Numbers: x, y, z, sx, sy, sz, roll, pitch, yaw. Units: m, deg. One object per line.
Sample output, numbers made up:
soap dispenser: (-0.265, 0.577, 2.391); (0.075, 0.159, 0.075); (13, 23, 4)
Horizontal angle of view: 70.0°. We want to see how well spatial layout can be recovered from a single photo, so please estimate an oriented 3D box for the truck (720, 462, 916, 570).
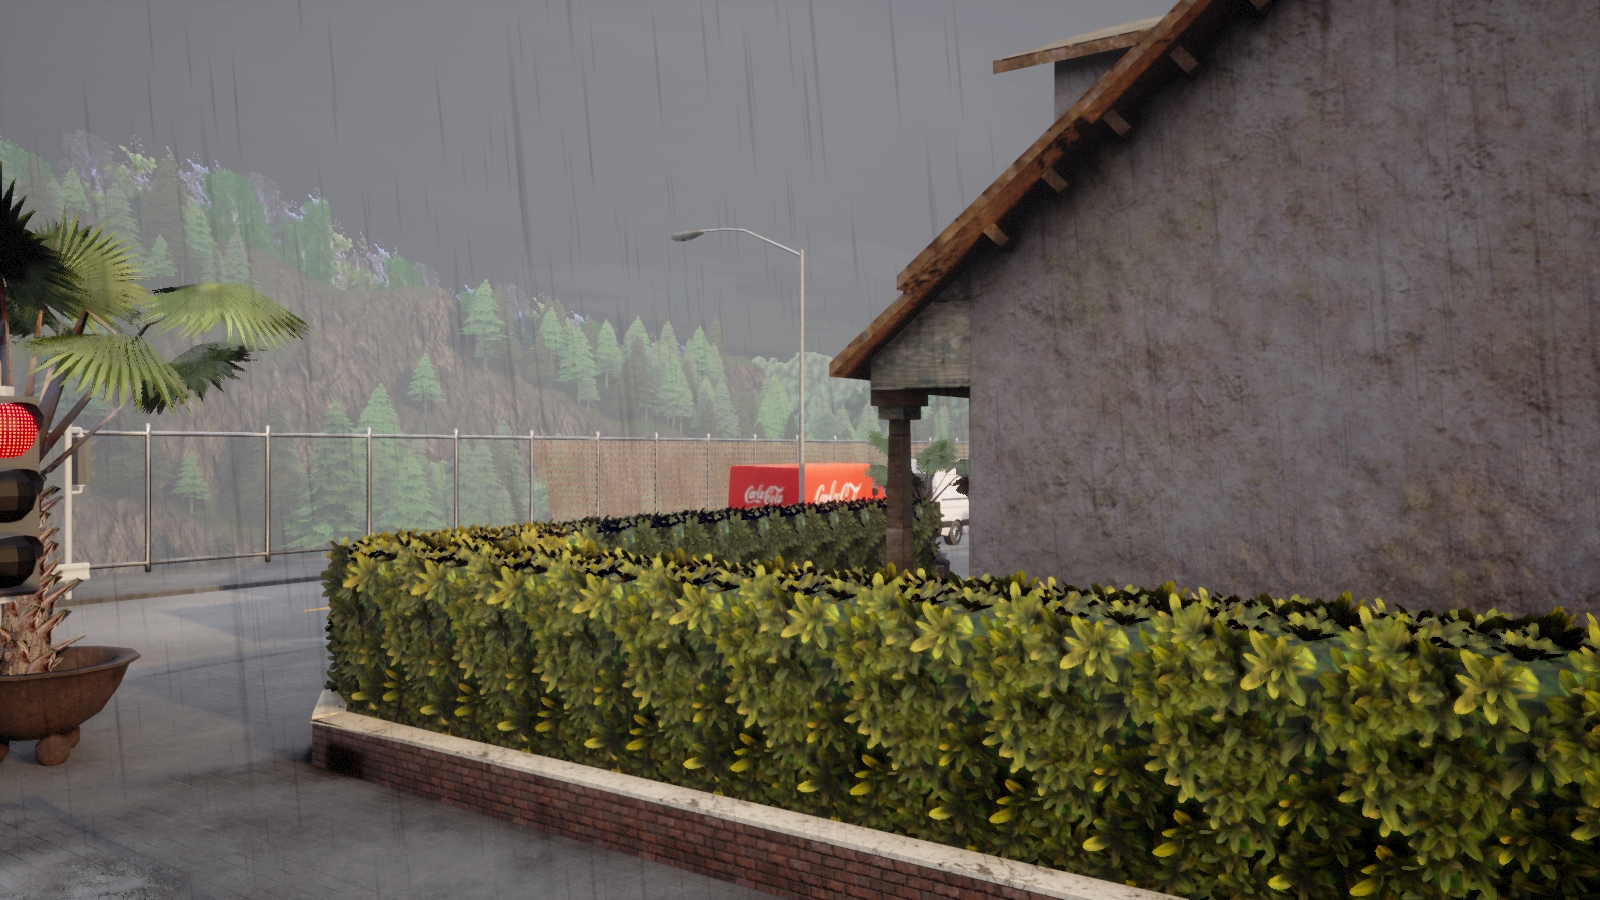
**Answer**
truck: (0.584, 1.568, 29.600); (2.627, 2.467, 5.204); (0, 0, 35)
